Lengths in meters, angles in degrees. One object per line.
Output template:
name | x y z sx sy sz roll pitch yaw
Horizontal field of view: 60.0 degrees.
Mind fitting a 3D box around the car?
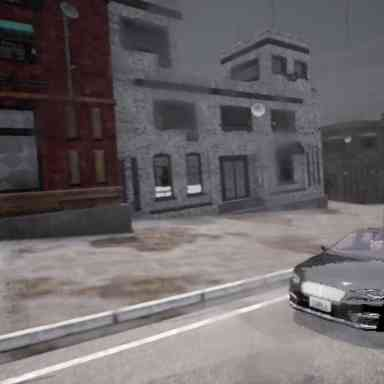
car | 3.962 1.496 6.731 4.902 1.511 2.128 0 0 -37
